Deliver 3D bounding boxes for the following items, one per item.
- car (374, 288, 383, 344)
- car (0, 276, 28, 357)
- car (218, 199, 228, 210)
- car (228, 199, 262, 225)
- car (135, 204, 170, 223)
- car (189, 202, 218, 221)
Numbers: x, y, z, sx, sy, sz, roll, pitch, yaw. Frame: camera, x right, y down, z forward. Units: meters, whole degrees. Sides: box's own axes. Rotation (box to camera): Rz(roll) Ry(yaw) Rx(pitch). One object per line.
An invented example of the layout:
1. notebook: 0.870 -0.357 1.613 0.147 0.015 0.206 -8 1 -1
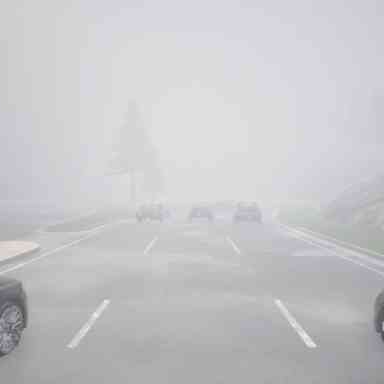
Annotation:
1. car: 3.597 1.503 2.973 1.837 1.490 4.892 0 -1 0
2. car: -3.403 1.490 3.118 2.128 1.511 4.902 0 0 0
3. car: 4.018 1.526 39.775 1.812 1.442 4.674 0 0 16
4. car: 3.975 1.493 24.399 2.128 1.511 4.902 0 0 5
5. car: -2.915 1.601 25.905 1.895 1.301 4.718 0 0 5
6. car: 0.869 1.525 27.356 1.812 1.442 4.674 0 0 8
